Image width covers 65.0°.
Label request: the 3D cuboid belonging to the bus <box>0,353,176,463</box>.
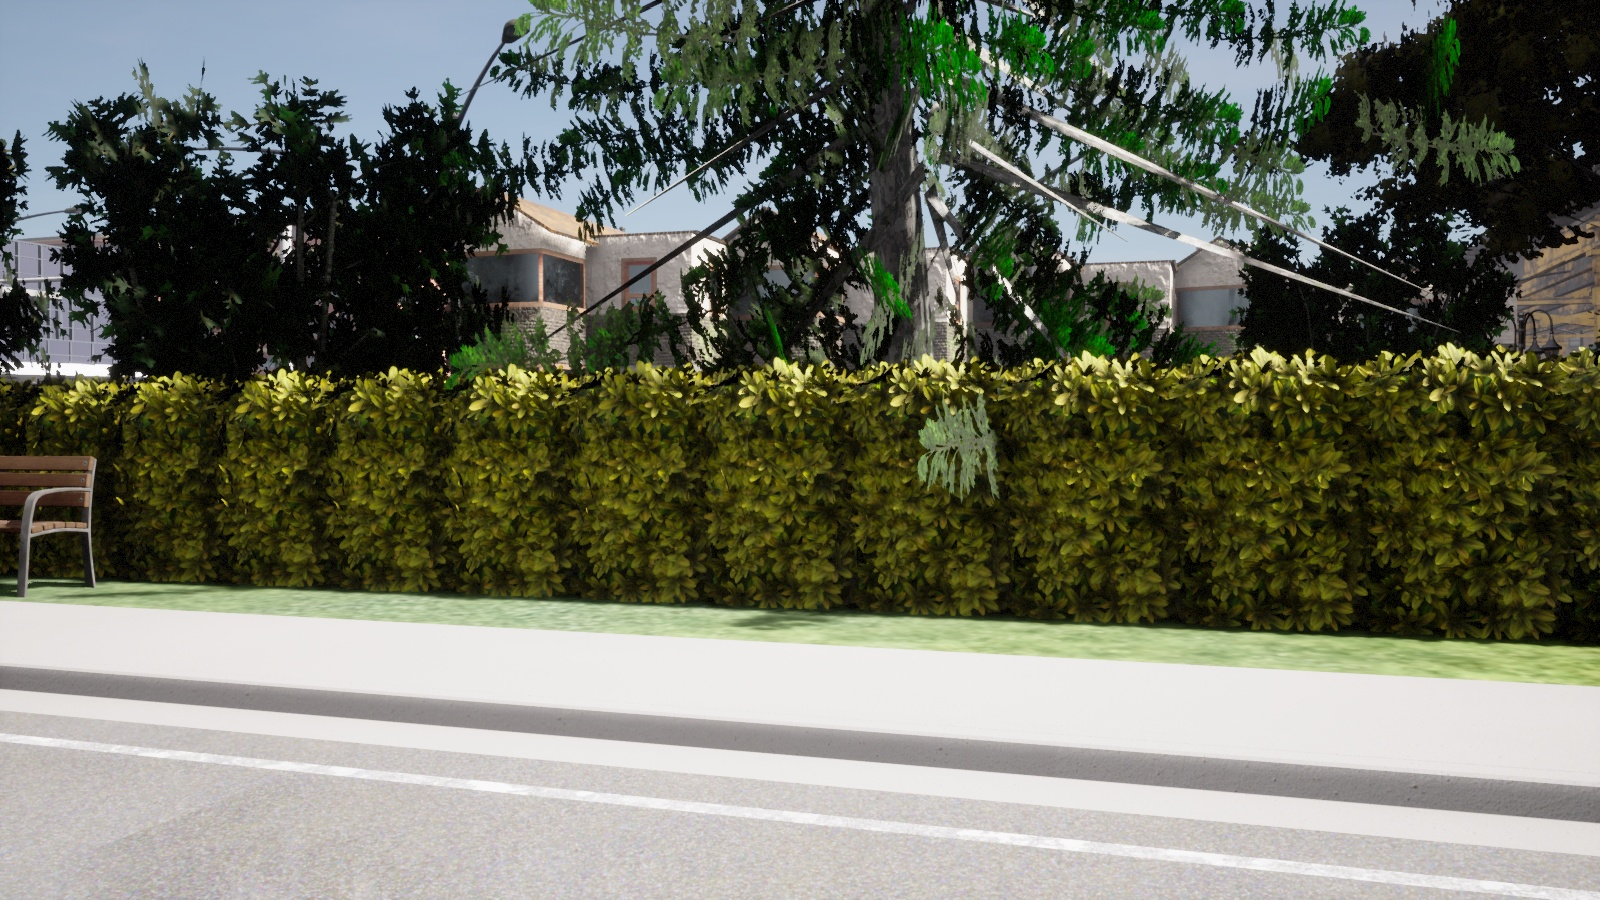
[{"bbox_3d":[-31.575,-1.743,52.175,3.944,4.253,10.273,1,2,18],"label":"bus"}]
